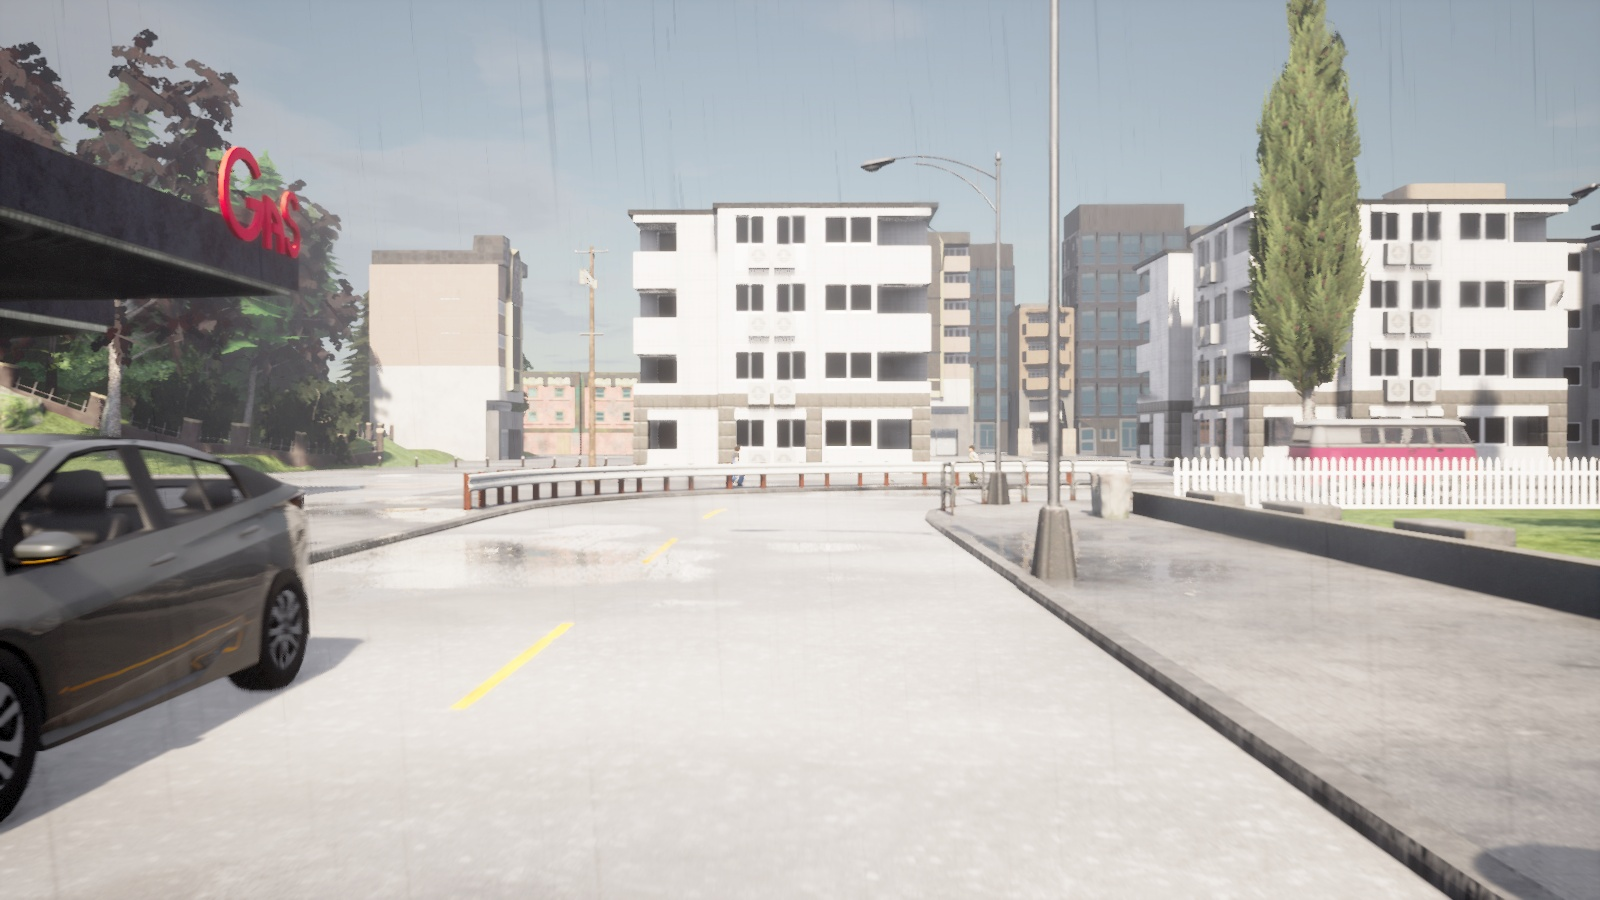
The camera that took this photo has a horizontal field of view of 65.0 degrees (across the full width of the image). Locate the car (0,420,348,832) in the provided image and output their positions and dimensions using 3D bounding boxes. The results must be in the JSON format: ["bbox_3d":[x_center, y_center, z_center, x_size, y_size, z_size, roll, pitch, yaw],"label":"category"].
[{"bbox_3d":[-3.952,0.640,5.896,2.007,1.525,4.514,0,0,0],"label":"car"}]

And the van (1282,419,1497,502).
[{"bbox_3d":[14.453,0.246,30.960,4.442,1.987,1.775,0,0,0],"label":"van"}]

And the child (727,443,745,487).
[{"bbox_3d":[-1.844,0.428,36.084,0.437,1.263,0.270,0,1,-40],"label":"child"}]

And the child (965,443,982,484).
[{"bbox_3d":[5.362,0.411,38.809,0.437,1.263,0.270,0,0,-11],"label":"child"}]
